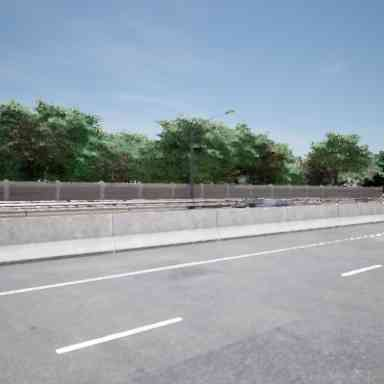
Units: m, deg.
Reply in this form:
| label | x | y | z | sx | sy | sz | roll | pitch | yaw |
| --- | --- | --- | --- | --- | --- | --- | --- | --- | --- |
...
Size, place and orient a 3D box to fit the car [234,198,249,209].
| label | x | y | z | sx | sy | sz | roll | pitch | yaw |
| --- | --- | --- | --- | --- | --- | --- | --- | --- | --- |
| car | 7.060 | 1.469 | 39.175 | 4.892 | 1.490 | 1.837 | 0 | 0 | -36 |

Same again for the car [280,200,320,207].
| label | x | y | z | sx | sy | sz | roll | pitch | yaw |
| --- | --- | --- | --- | --- | --- | --- | --- | --- | --- |
| car | 11.519 | 1.564 | 33.762 | 4.718 | 1.301 | 1.895 | 0 | 0 | -36 |

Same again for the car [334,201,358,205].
| label | x | y | z | sx | sy | sz | roll | pitch | yaw |
| --- | --- | --- | --- | --- | --- | --- | --- | --- | --- |
| car | 14.618 | 1.527 | 31.676 | 4.181 | 1.385 | 1.994 | 0 | 0 | -36 |

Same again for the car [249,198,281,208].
| label | x | y | z | sx | sy | sz | roll | pitch | yaw |
| --- | --- | --- | --- | --- | --- | --- | --- | --- | --- |
| car | 9.133 | 1.511 | 36.359 | 5.357 | 1.411 | 2.033 | 0 | 0 | -36 |
